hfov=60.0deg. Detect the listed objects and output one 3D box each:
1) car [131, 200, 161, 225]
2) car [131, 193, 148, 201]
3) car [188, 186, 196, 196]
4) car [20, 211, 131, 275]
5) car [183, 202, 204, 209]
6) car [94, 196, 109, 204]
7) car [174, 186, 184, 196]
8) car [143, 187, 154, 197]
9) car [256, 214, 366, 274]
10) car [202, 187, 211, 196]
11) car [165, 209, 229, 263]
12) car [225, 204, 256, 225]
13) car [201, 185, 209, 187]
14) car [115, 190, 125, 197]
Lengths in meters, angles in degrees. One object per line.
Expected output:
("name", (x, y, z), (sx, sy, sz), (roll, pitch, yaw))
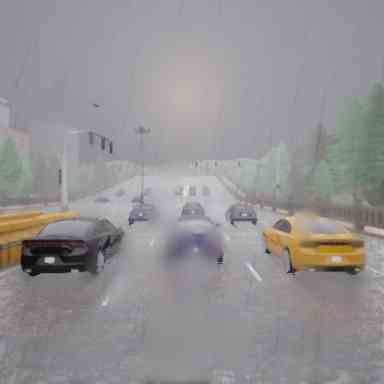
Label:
("car", (-3.428, 1.587, 24.696), (2.033, 1.411, 5.357), (0, 0, 0))
("car", (-10.486, 1.481, 64.211), (2.033, 1.411, 5.357), (0, 2, 0))
("car", (0.110, 0.165, 81.908), (2.033, 1.411, 5.357), (0, 7, 0))
("car", (-3.428, 1.495, 10.521), (1.882, 1.535, 5.008), (0, 0, 0))
("car", (0.096, 1.612, 30.085), (1.994, 1.385, 4.181), (0, 0, 0))
("car", (-17.482, 1.523, 64.477), (1.895, 1.301, 4.718), (0, 2, 0))
("car", (-3.388, 0.084, 82.340), (1.837, 1.490, 4.892), (0, 7, 0))
("car", (-10.400, 0.038, 80.309), (2.150, 2.045, 5.566), (0, 6, 0))
("car", (3.572, 1.494, 10.655), (1.882, 1.535, 5.008), (0, 0, 0))
("car", (3.612, 0.174, 82.340), (1.895, 1.301, 4.718), (0, 7, 0))
("car", (0.080, 1.545, 11.892), (1.812, 1.442, 4.674), (0, 0, 0))
("car", (3.572, 1.587, 24.690), (2.033, 1.411, 5.357), (0, 0, 0))
("car", (3.671, -1.200, 92.321), (2.033, 1.411, 5.357), (0, 7, 0))
("car", (-17.398, 0.287, 80.573), (1.837, 1.490, 4.892), (0, 6, 0))
